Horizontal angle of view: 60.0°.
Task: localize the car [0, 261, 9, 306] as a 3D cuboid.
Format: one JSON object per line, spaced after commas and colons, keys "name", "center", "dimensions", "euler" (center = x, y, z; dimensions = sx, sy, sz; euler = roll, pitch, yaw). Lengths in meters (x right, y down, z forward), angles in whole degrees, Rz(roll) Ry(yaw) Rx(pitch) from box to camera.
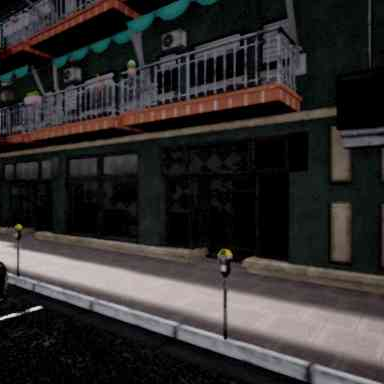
{"name": "car", "center": [-5.257, 1.517, 6.478], "dimensions": [4.313, 1.339, 1.947], "euler": [0, 0, 36]}
